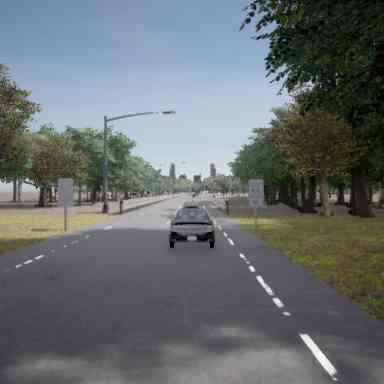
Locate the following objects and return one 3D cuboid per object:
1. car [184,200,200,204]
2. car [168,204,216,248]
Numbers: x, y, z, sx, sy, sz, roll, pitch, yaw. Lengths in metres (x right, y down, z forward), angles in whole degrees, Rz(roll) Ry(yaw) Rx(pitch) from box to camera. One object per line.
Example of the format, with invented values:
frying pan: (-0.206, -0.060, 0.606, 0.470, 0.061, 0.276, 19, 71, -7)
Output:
car: (0.000, 1.515, 29.650, 1.837, 1.490, 4.892, 0, 0, 0)
car: (0.000, 1.493, 14.650, 2.128, 1.511, 4.902, 0, 0, 0)
